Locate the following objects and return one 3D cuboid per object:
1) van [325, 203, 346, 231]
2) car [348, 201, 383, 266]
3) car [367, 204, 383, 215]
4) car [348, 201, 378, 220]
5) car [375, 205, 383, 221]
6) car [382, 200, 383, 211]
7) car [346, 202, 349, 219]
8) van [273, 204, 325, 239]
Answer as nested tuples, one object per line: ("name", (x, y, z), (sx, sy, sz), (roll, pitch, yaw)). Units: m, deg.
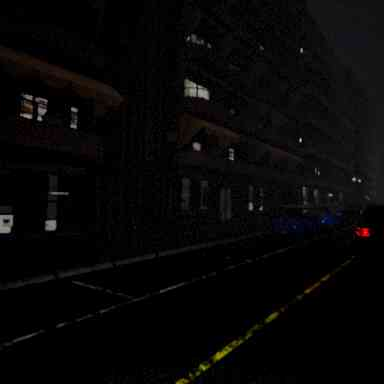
("van", (9.350, 1.725, 23.635), (1.690, 1.788, 3.998), (2, 0, 36))
("car", (7.322, 1.429, 11.714), (2.150, 2.045, 5.566), (0, -1, 36))
("car", (25.647, 2.408, 45.967), (1.947, 1.339, 4.313), (2, 0, 36))
("car", (19.133, 1.970, 37.033), (2.192, 1.841, 5.009), (2, 0, 36))
("car", (20.477, 2.139, 34.647), (1.837, 1.490, 4.892), (0, -1, 37))
("car", (35.434, 2.453, 59.364), (2.192, 1.841, 5.009), (2, 0, 36))
("car", (15.872, 1.879, 32.567), (2.192, 1.841, 5.009), (2, 0, 36))
("van", (6.089, 1.637, 19.167), (1.690, 1.788, 3.998), (2, 0, 36))
